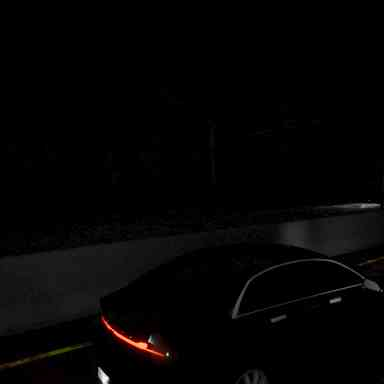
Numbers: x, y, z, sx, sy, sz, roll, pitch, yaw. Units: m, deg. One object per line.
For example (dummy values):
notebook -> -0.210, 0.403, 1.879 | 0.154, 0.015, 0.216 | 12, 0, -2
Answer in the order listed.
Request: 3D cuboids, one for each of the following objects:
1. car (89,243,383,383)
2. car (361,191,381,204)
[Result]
car -> 1.134, 1.476, 4.564 | 4.892, 1.490, 1.837 | -1, 1, -35
car -> 20.008, 0.513, 35.495 | 4.718, 1.301, 1.895 | -2, 1, -36
